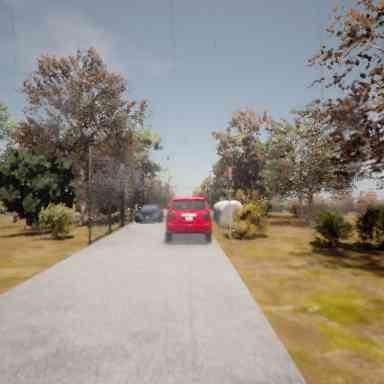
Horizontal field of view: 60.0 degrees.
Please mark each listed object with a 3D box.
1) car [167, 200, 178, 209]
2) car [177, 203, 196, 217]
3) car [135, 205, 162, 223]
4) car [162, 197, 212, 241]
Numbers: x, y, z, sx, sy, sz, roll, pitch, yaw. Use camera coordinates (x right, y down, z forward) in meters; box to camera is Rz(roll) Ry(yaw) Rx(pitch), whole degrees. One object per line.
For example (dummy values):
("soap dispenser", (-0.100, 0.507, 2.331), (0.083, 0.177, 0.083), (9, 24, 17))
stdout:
("car", (-3.934, 2.438, 67.138), (2.097, 1.767, 4.553), (0, -2, 0))
("car", (-0.540, 1.893, 35.556), (1.895, 1.301, 4.718), (0, -1, -1))
("car", (-3.318, 1.726, 26.618), (1.994, 1.385, 4.181), (0, -1, -1))
("car", (-0.182, 1.286, 17.338), (2.150, 2.045, 5.566), (0, 0, -1))
